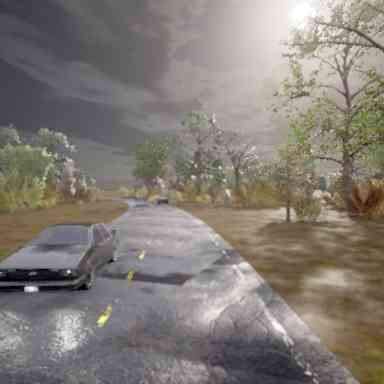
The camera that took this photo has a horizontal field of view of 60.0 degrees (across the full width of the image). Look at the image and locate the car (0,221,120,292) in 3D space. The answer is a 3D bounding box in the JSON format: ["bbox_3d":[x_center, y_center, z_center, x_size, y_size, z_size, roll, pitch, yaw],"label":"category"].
[{"bbox_3d":[-3.308,1.565,9.319,2.033,1.411,5.357,0,0,-2],"label":"car"}]

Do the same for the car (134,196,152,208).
[{"bbox_3d":[-7.405,1.678,49.481,1.895,1.301,4.718,0,0,-9],"label":"car"}]

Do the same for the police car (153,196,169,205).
[{"bbox_3d":[-5.341,1.512,60.200,1.930,1.638,5.238,0,0,-12],"label":"police car"}]

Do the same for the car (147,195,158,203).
[{"bbox_3d":[-9.026,1.568,75.981,1.801,1.575,5.366,0,0,-15],"label":"car"}]

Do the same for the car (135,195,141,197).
[{"bbox_3d":[-15.104,1.546,93.739,2.033,1.411,5.357,0,0,-18],"label":"car"}]

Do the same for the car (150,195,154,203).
[{"bbox_3d":[-7.508,1.580,69.930,1.882,1.535,5.008,0,0,-13],"label":"car"}]
